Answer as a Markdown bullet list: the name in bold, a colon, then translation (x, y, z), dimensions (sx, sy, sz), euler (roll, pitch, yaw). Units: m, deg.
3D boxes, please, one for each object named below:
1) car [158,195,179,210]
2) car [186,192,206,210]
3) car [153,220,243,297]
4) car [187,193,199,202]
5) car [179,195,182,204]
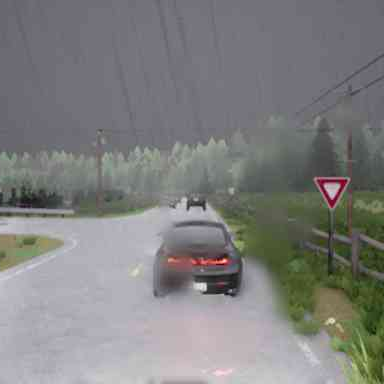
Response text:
- **car**: translation (-2.900, 1.311, 40.332), dimensions (1.837, 1.490, 4.892), euler (0, 0, 1)
- **car**: translation (0.488, 1.032, 39.489), dimensions (2.150, 2.045, 5.566), euler (0, 0, 1)
- **car**: translation (0.131, 1.464, 8.445), dimensions (1.837, 1.490, 4.892), euler (0, 0, 0)
- **car**: translation (0.157, 1.025, 68.185), dimensions (2.097, 1.767, 4.553), euler (0, 0, -3)
- **car**: translation (-2.820, 1.217, 57.190), dimensions (2.128, 1.511, 4.902), euler (0, 0, 0)
